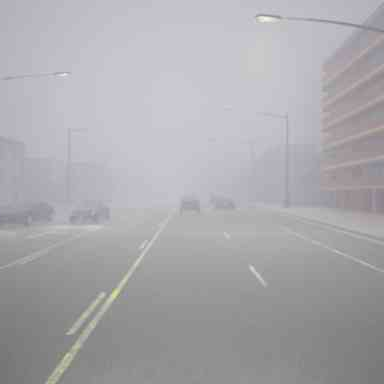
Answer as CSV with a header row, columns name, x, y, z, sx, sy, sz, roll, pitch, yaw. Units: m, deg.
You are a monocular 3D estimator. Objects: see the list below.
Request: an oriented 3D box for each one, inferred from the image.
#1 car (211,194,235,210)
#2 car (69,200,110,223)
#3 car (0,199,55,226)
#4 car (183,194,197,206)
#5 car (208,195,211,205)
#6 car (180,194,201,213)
name,x,y,z,sx,sy,sz,roll,pitch,yaw
car,3.411,1.189,35.508,1.994,1.385,4.181,0,1,0
car,-7.125,1.320,23.622,1.812,1.442,4.674,0,1,0
car,-10.704,1.277,21.660,1.882,1.535,5.008,0,1,0
car,-0.211,1.077,45.132,1.837,1.490,4.892,0,0,0
car,3.334,1.066,47.526,2.128,1.511,4.902,0,0,0
car,-0.162,1.146,32.088,1.882,1.535,5.008,0,1,0
